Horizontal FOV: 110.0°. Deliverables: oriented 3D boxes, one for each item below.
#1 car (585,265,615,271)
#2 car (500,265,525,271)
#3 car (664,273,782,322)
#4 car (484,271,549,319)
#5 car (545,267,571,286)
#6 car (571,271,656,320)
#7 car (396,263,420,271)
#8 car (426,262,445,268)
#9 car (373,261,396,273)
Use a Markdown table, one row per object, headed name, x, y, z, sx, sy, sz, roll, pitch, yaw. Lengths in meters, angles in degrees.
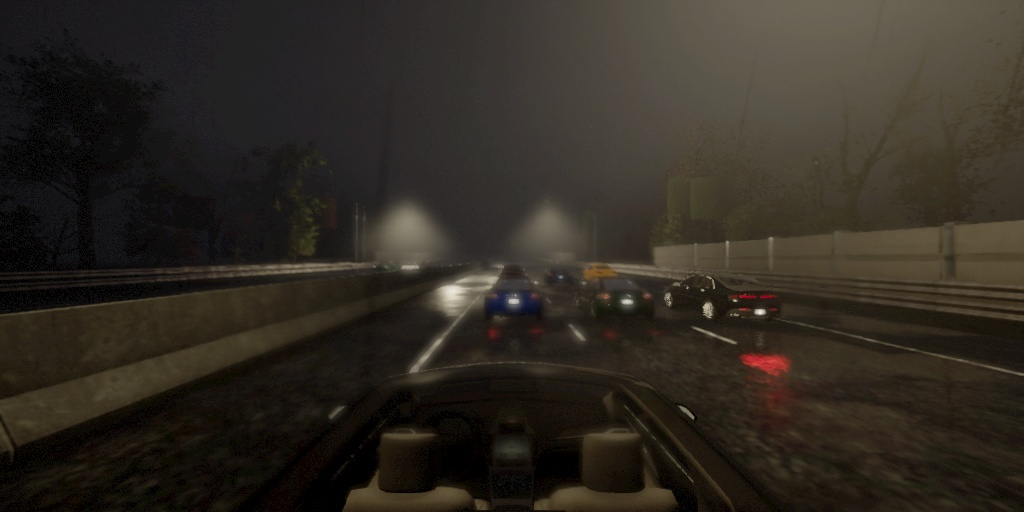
| name | x | y | z | sx | sy | sz | roll | pitch | yaw |
| --- | --- | --- | --- | --- | --- | --- | --- | --- | --- |
| car | 7.072 | 1.442 | 29.044 | 1.882 | 1.535 | 5.008 | 0 | 0 | 0 |
| car | 0.072 | 1.442 | 29.138 | 1.882 | 1.535 | 5.008 | 0 | 0 | 0 |
| car | 7.069 | 1.343 | 12.615 | 1.837 | 1.490 | 4.892 | 0 | 0 | 0 |
| car | 0.072 | 1.404 | 13.193 | 1.994 | 1.385 | 4.181 | 0 | 0 | 0 |
| car | 3.569 | 1.520 | 28.041 | 1.994 | 1.385 | 4.181 | 0 | 0 | 0 |
| car | 3.572 | 1.403 | 13.042 | 1.994 | 1.385 | 4.181 | 0 | 0 | 0 |
| car | -14.102 | 1.647 | 49.777 | 1.812 | 1.442 | 4.674 | 0 | 0 | 0 |
| car | -10.603 | 1.599 | 49.799 | 1.882 | 1.535 | 5.008 | 0 | 0 | 0 |
| car | -17.600 | 1.476 | 50.030 | 2.097 | 1.767 | 4.553 | 0 | -1 | 0 |
